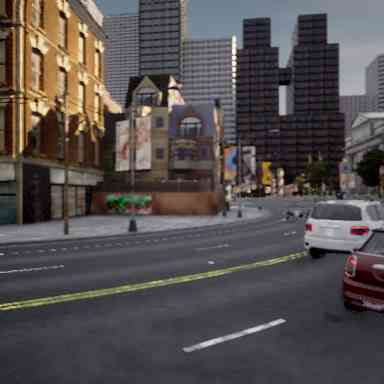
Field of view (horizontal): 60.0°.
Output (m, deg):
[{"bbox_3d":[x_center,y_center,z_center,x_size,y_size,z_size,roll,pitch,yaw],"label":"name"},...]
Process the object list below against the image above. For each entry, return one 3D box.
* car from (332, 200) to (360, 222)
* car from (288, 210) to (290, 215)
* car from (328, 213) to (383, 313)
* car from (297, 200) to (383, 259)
[{"bbox_3d":[12.432,1.444,26.698,1.837,1.490,4.892,0,-1,27],"label":"car"},{"bbox_3d":[9.302,1.492,28.264,2.128,1.511,4.902,0,-1,27],"label":"car"},{"bbox_3d":[5.002,1.406,6.671,4.553,1.767,2.097,0,-1,-37],"label":"car"},{"bbox_3d":[6.179,1.325,12.189,5.566,2.045,2.150,0,-1,-45],"label":"car"}]
